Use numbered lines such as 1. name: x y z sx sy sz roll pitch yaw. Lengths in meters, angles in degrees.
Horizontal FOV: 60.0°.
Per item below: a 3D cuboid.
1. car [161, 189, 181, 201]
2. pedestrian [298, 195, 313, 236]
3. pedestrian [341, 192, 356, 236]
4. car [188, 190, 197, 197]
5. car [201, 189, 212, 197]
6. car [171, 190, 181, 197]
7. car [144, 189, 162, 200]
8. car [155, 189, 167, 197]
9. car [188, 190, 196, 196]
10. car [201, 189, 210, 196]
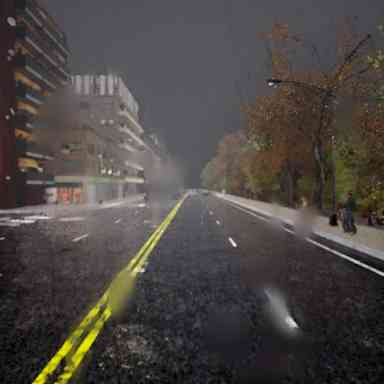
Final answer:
1. car: -3.298 0.573 53.909 2.128 1.511 4.902 0 1 0
2. pedestrian: 5.155 1.031 15.166 0.375 1.860 0.375 0 1 0
3. pedestrian: 6.647 0.899 13.963 0.375 1.860 0.375 0 1 0
4. car: 0.017 0.388 70.739 1.895 1.301 4.718 0 1 0
5. car: 3.267 0.388 70.739 1.895 1.301 4.718 0 1 0
6. car: -3.233 0.293 69.696 1.882 1.535 5.008 0 1 0
7. car: -6.547 0.432 54.019 2.097 1.767 4.553 0 1 0
8. car: -6.484 0.168 69.795 2.097 1.767 4.553 0 1 0
9. car: 0.020 0.140 80.736 1.895 1.301 4.718 0 1 0
10. car: 3.270 0.086 80.704 2.033 1.411 5.357 0 1 0
